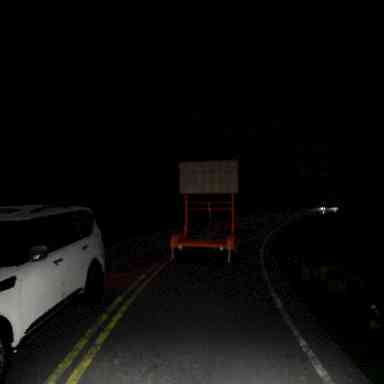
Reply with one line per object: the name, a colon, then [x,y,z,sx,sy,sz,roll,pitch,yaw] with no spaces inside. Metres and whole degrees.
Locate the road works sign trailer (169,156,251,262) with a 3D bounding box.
road works sign trailer: [0.682,0.511,12.503,2.380,3.560,2.880,-1,0,19]

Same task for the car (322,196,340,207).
car: [18.832,1.308,44.353,1.812,1.442,4.674,-4,-2,39]

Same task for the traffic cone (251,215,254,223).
traffic cone: [4.493,2.012,25.011,0.340,0.580,0.340,-3,-1,19]

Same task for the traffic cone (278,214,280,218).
traffic cone: [6.381,1.923,24.378,0.340,0.580,0.340,-3,-1,18]

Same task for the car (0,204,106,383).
car: [-3.074,1.257,5.230,2.150,2.045,5.566,0,0,3]
